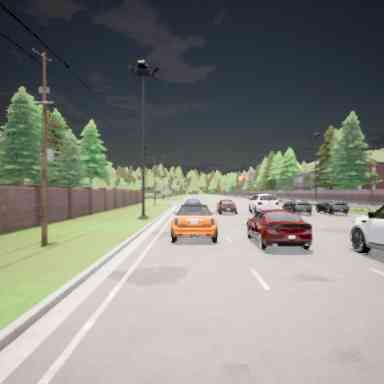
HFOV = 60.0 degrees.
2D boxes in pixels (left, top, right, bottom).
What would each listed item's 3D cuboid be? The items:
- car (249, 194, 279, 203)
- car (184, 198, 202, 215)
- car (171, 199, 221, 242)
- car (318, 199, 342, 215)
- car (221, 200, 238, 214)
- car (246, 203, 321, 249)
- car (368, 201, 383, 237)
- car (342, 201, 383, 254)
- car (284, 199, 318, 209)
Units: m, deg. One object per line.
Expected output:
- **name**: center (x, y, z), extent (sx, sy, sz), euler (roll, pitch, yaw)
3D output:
- **car**: center (7.103, 1.226, 33.317), extent (2.150, 2.045, 5.566), euler (0, 0, 0)
- **car**: center (0.100, 1.483, 35.488), extent (1.882, 1.535, 5.008), euler (0, 0, 0)
- **car**: center (0.101, 1.355, 16.560), extent (2.097, 1.767, 4.553), euler (0, 0, 0)
- **car**: center (14.102, 1.497, 33.759), extent (2.128, 1.511, 4.902), euler (0, 0, 0)
- **car**: center (3.602, 1.531, 35.029), extent (1.812, 1.442, 4.674), euler (0, 0, 0)
- **car**: center (3.602, 1.480, 14.483), extent (1.882, 1.535, 5.008), euler (0, 0, 0)
- **car**: center (10.601, 1.354, 15.783), extent (2.097, 1.767, 4.553), euler (0, 0, 0)
- **car**: center (7.100, 1.223, 10.367), extent (2.150, 2.045, 5.566), euler (0, 0, 0)
- **car**: center (10.602, 1.497, 33.763), extent (2.128, 1.511, 4.902), euler (0, 0, 0)
